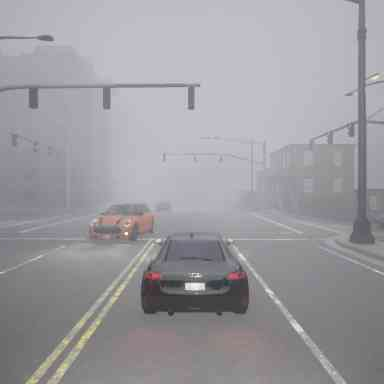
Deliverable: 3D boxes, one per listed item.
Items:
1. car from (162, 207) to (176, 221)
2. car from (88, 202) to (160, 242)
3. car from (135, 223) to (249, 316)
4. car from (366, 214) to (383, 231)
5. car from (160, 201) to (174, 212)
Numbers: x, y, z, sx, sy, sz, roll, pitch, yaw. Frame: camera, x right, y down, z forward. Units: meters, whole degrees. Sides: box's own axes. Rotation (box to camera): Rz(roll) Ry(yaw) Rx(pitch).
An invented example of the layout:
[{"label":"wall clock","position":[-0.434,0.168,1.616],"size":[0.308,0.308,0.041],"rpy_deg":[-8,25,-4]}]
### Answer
[{"label":"car","position":[-3.732,3.687,54.994],"size":[2.033,1.411,5.357],"rpy_deg":[0,-12,0]},{"label":"car","position":[-3.340,1.355,16.550],"size":[2.097,1.767,4.553],"rpy_deg":[0,0,9]},{"label":"car","position":[0.056,1.564,7.614],"size":[1.994,1.385,4.181],"rpy_deg":[0,0,0]},{"label":"car","position":[16.254,2.633,27.758],"size":[4.892,1.490,1.837],"rpy_deg":[8,0,0]},{"label":"car","position":[-3.711,2.017,44.584],"size":[1.837,1.490,4.892],"rpy_deg":[0,-5,0]}]
